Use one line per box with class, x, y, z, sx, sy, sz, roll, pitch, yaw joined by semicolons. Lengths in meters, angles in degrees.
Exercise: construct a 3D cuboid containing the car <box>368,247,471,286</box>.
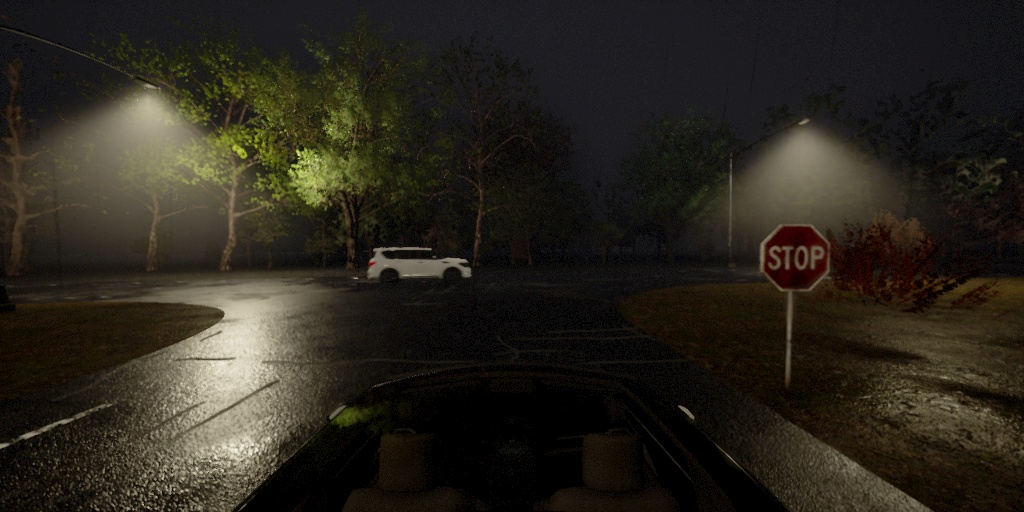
car;-5.118;0.536;20.157;5.566;2.045;2.150;-1;1;-9
